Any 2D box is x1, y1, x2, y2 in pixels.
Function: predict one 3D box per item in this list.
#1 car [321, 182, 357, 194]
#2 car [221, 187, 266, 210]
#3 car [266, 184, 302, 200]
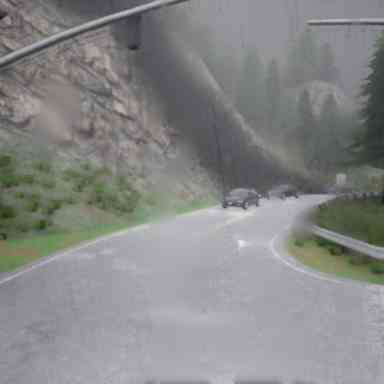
[{"bbox_3d":[17.624,-0.426,39.855,4.892,1.490,1.837,-2,2,-28],"label":"car"},{"bbox_3d":[3.871,0.445,25.715,1.837,1.490,4.892,3,5,28],"label":"car"},{"bbox_3d":[9.275,-0.047,33.610,4.902,1.511,2.128,-3,5,-44],"label":"car"}]
